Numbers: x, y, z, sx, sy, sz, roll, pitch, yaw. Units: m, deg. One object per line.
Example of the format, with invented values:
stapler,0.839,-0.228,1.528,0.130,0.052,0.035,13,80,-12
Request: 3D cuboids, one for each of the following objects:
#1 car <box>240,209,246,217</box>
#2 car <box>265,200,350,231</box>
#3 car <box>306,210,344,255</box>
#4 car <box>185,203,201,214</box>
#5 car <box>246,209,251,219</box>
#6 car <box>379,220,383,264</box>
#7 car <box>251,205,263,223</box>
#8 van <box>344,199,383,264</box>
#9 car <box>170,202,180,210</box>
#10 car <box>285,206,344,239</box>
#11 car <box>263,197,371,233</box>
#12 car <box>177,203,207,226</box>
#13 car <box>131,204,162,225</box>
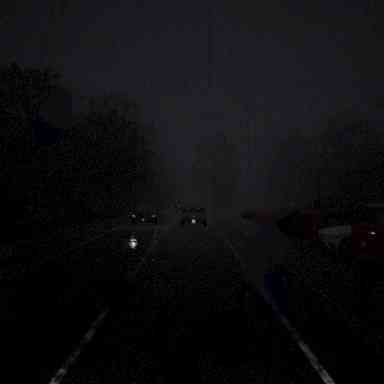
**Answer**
car,6.904,1.631,29.179,5.366,1.575,1.946,0,-1,0
car,7.115,1.428,20.862,4.553,1.767,2.185,0,0,0
car,7.080,1.558,12.538,4.674,1.452,2.002,0,0,0
car,0.106,2.020,41.341,1.895,1.301,4.718,0,-1,0
car,7.093,1.600,26.411,4.892,1.521,2.231,0,-1,0
car,7.079,1.495,6.986,5.008,1.535,2.097,0,0,0
car,7.092,1.572,23.639,5.008,1.535,2.097,0,0,0
van,7.192,1.281,9.763,4.442,1.987,1.878,0,0,0
car,-3.243,2.826,67.618,1.837,1.490,4.892,0,-2,0
car,7.109,1.558,15.314,4.792,1.488,2.163,0,0,0
car,7.053,1.289,18.091,5.566,2.045,2.435,0,0,0
car,0.103,1.719,24.642,1.895,1.301,4.718,0,-1,0
car,-3.345,1.648,25.035,1.812,1.442,4.674,0,-1,0
